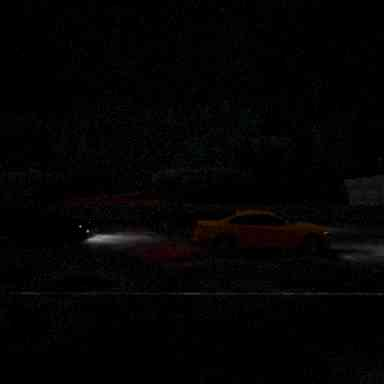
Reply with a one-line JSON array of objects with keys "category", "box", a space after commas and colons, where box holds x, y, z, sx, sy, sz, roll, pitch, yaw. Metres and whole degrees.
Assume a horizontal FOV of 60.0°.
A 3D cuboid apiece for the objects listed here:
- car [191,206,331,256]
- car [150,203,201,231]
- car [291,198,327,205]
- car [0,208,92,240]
[{"category": "car", "box": [2.561, 1.433, 12.414, 5.008, 1.535, 1.882, 0, 0, 0]}, {"category": "car", "box": [0.018, 1.417, 19.409, 4.902, 1.511, 2.128, 0, 0, 0]}, {"category": "car", "box": [14.307, 1.431, 40.633, 4.181, 1.385, 1.994, 0, 0, 0]}, {"category": "car", "box": [-7.638, 1.474, 15.895, 5.357, 1.411, 2.033, 0, 0, 0]}]
